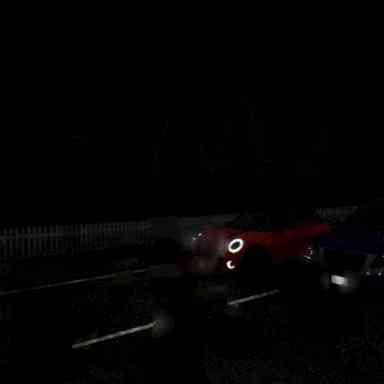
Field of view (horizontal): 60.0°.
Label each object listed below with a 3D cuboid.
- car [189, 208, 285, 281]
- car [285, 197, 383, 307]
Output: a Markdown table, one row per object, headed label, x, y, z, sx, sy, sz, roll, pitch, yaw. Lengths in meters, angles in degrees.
| label | x | y | z | sx | sy | sz | roll | pitch | yaw |
| --- | --- | --- | --- | --- | --- | --- | --- | --- | --- |
| car | 2.135 | 1.278 | 9.787 | 4.553 | 1.767 | 2.097 | -1 | 0 | -35 |
| car | 4.812 | 1.134 | 7.399 | 5.566 | 2.045 | 2.150 | -1 | 1 | -35 |
